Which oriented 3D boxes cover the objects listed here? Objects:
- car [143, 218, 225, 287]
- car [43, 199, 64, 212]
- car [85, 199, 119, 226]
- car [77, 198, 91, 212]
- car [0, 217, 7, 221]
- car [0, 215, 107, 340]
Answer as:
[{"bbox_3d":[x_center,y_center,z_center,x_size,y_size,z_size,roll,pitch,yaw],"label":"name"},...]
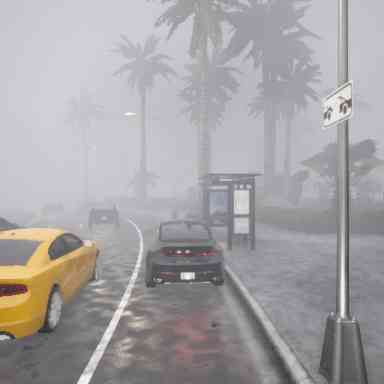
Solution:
[{"bbox_3d":[-0.298,1.504,9.355,1.837,1.490,4.892,0,0,-5],"label":"car"},{"bbox_3d":[-15.916,1.515,38.143,1.812,1.442,4.674,0,0,-29],"label":"car"},{"bbox_3d":[-6.054,1.474,22.870,1.882,1.535,5.008,0,0,-15],"label":"car"},{"bbox_3d":[-11.957,1.497,38.107,1.837,1.490,4.892,0,0,-27],"label":"car"},{"bbox_3d":[-7.159,1.521,11.343,1.812,1.442,4.674,0,0,-7],"label":"car"},{"bbox_3d":[-3.217,1.476,6.719,1.882,1.535,5.008,0,0,-3],"label":"car"}]
